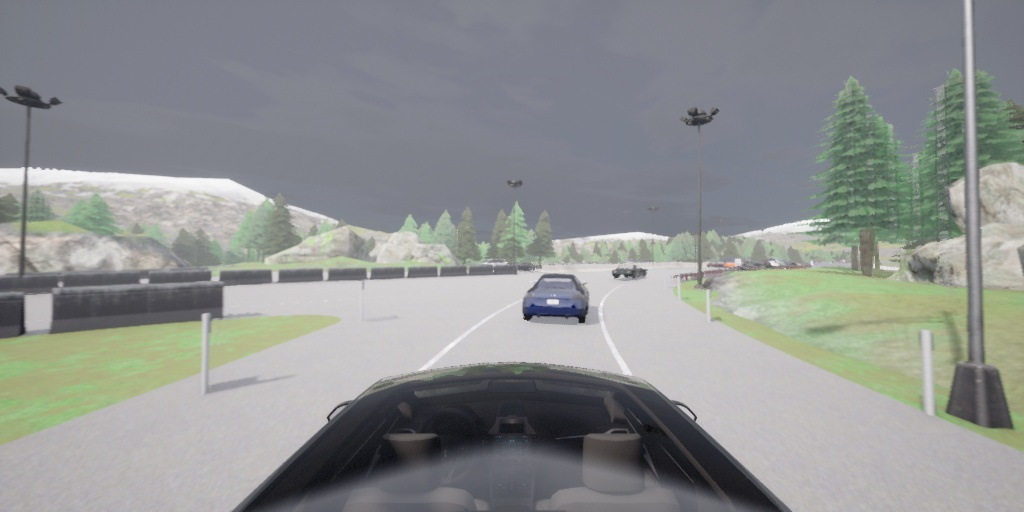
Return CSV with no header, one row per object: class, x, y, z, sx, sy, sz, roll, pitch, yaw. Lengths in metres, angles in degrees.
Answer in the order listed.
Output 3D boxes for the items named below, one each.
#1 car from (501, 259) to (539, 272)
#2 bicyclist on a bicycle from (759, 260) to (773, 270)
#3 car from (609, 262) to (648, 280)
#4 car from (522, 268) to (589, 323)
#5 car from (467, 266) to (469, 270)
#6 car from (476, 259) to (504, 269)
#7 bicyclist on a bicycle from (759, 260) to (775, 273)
car,1.264,1.663,53.999,4.892,1.490,1.837,0,-1,-40
bicyclist on a bicycle,33.258,1.378,47.167,1.656,1.620,0.582,1,1,43
car,10.673,1.408,32.260,1.895,1.301,4.718,-1,-1,36
car,1.617,1.300,12.324,1.994,1.385,4.181,0,0,13
car,-5.110,1.857,62.713,5.357,1.411,2.033,0,-1,-33
car,-3.348,1.477,59.248,5.566,2.045,2.150,0,-1,-40
bicyclist on a bicycle,34.023,1.382,47.812,0.582,1.620,1.656,3,-1,-17
